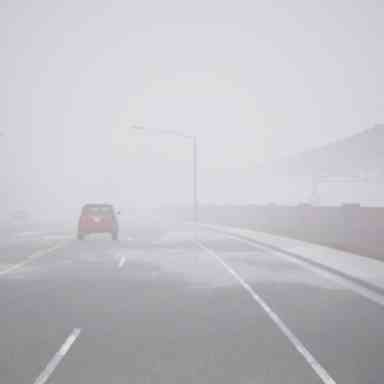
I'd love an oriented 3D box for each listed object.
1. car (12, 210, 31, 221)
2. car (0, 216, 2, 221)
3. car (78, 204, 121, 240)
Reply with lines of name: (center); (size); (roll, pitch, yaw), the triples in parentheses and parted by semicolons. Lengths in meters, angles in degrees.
car: (-27.848, 3.780, 54.329); (2.097, 1.767, 4.553); (1, -4, -39)
car: (-32.893, 4.100, 54.864); (1.994, 1.385, 4.181); (2, -4, -42)
car: (-5.634, 1.755, 20.425); (2.150, 2.045, 5.566); (0, -3, -12)
